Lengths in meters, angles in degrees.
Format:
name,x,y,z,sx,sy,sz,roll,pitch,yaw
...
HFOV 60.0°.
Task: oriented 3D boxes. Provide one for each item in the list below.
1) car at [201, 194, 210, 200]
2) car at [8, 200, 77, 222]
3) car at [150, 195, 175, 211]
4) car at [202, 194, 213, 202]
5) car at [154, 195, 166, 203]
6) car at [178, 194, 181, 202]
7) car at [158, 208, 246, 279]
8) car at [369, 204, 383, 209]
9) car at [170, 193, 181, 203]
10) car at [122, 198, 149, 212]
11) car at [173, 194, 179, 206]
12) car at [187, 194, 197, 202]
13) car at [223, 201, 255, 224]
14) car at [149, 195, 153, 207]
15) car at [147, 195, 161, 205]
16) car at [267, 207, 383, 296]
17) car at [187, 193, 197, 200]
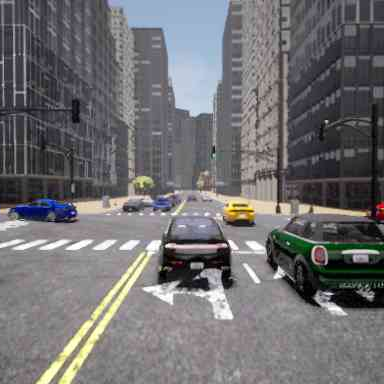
name,x,y,z,sx,sy,sz,roll,pitch,yaw
car,3.268,1.181,79.612,1.895,1.301,4.718,0,0,0
car,-10.865,1.309,24.202,5.008,1.535,1.882,1,0,13
car,-3.331,1.418,38.472,1.812,1.442,4.674,0,0,0
car,3.266,1.378,69.610,1.895,1.301,4.718,0,0,0
car,-6.486,1.363,66.928,1.994,1.385,4.181,0,0,0
car,-3.258,1.362,55.807,1.812,1.442,4.674,0,0,0
car,0.001,1.464,9.999,2.128,1.511,4.902,0,0,-3
car,15.713,1.284,24.155,5.566,2.045,2.150,1,1,1
car,-3.236,1.154,66.095,2.097,1.767,4.553,0,0,0
car,-6.576,1.441,38.041,2.033,1.411,5.357,0,0,0
car,-3.314,1.429,47.217,1.994,1.385,4.181,0,0,1
car,0.016,1.138,69.550,2.097,1.767,4.553,0,0,0
car,3.368,1.426,24.630,1.882,1.535,5.008,1,1,0
car,-6.569,1.464,47.628,1.895,1.301,4.718,0,0,0
car,-6.496,1.338,56.949,1.837,1.490,4.892,0,0,0
car,3.376,1.329,8.716,2.097,1.767,4.553,0,0,1
car,0.018,1.111,79.583,2.128,1.511,4.902,0,0,0
